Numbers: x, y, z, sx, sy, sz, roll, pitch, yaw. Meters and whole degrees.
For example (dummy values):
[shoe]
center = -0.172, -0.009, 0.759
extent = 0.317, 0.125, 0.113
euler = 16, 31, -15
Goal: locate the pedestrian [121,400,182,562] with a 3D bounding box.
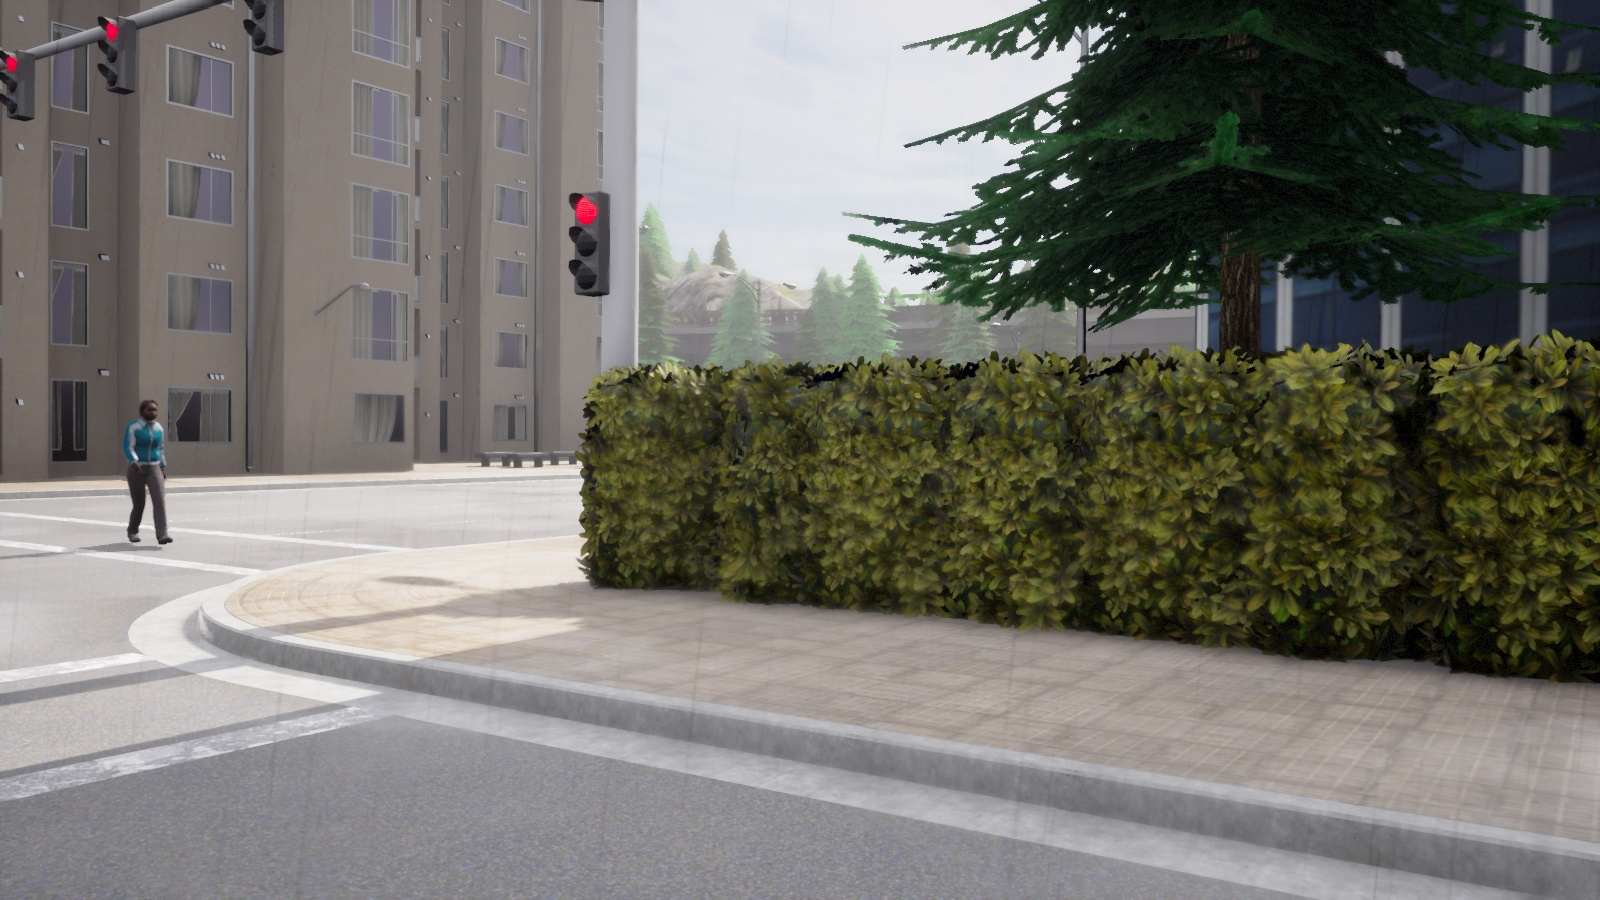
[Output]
[pedestrian]
center = -7.905, 0.363, 15.304
extent = 0.692, 1.930, 0.396
euler = 0, 1, 41
